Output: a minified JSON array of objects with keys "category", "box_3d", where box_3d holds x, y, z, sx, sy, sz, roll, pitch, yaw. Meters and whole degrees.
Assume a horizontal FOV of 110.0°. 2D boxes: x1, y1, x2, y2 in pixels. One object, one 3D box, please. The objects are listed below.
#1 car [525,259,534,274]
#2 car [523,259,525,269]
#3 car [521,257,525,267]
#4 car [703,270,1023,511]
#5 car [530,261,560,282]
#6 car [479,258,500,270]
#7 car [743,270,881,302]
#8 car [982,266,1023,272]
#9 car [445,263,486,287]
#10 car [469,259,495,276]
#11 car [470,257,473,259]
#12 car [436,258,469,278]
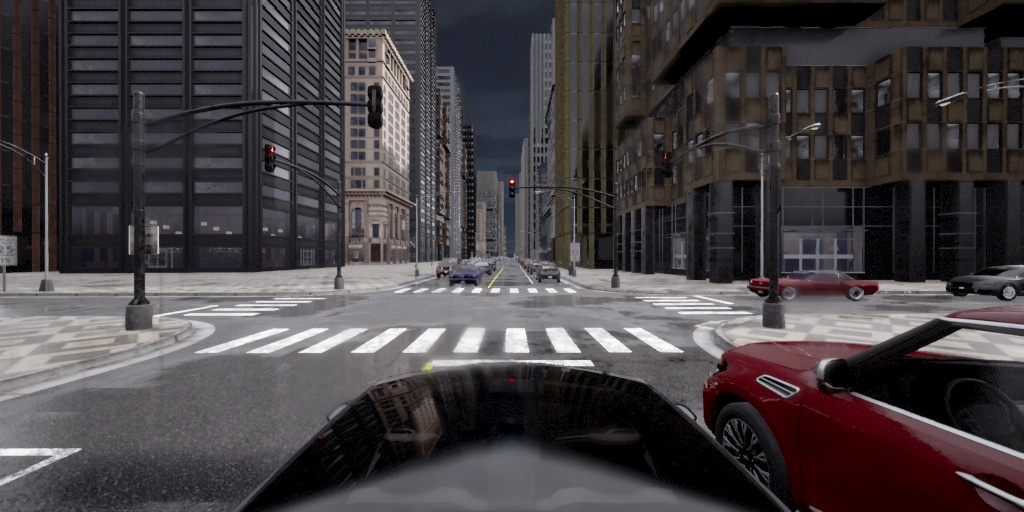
[{"category":"car","box_3d":[2.776,1.304,39.469,2.007,1.370,4.403,0,0,0]},{"category":"car","box_3d":[2.778,1.300,45.110,1.888,1.381,4.507,0,0,0]},{"category":"car","box_3d":[2.782,1.199,56.391,1.967,1.591,4.097,0,0,0]},{"category":"car","box_3d":[2.762,1.065,1.215,2.192,1.841,5.009,0,0,0]},{"category":"car","box_3d":[2.772,1.302,28.188,2.007,1.370,4.403,0,0,0]},{"category":"car","box_3d":[-3.076,1.304,48.762,2.033,1.411,5.357,0,0,0]},{"category":"car","box_3d":[13.524,1.314,16.361,4.718,1.301,1.895,0,0,0]},{"category":"car","box_3d":[22.959,1.197,16.404,4.892,1.490,1.837,0,0,0]},{"category":"car","box_3d":[-3.091,1.352,24.671,1.895,1.301,4.718,0,0,0]},{"category":"car","box_3d":[-3.089,1.279,37.265,1.812,1.442,4.674,0,0,0]},{"category":"car","box_3d":[-5.749,1.193,39.464,1.967,1.591,4.097,0,0,0]},{"category":"car","box_3d":[-5.751,1.067,33.822,2.192,1.841,5.009,0,0,0]}]
